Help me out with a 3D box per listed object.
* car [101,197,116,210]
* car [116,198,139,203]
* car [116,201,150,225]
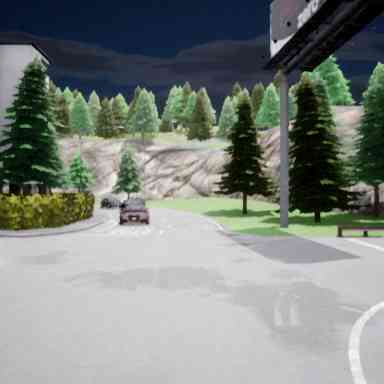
[{"bbox_3d":[-10.444,1.458,43.296,1.837,1.490,4.892,0,0,-33],"label":"car"},{"bbox_3d":[-6.145,1.454,34.139,2.128,1.511,4.902,0,0,-20],"label":"car"},{"bbox_3d":[-3.948,1.539,23.405,1.994,1.385,4.181,0,0,-6],"label":"car"}]
